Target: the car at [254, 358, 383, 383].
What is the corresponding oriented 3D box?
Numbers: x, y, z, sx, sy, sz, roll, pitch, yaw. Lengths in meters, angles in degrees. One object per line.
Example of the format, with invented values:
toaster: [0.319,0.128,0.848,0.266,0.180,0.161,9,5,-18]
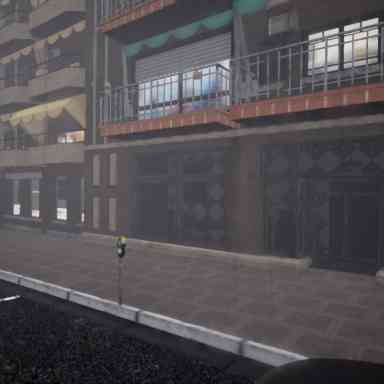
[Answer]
car: [2.147,1.551,1.326,4.403,1.369,2.008,0,1,36]
